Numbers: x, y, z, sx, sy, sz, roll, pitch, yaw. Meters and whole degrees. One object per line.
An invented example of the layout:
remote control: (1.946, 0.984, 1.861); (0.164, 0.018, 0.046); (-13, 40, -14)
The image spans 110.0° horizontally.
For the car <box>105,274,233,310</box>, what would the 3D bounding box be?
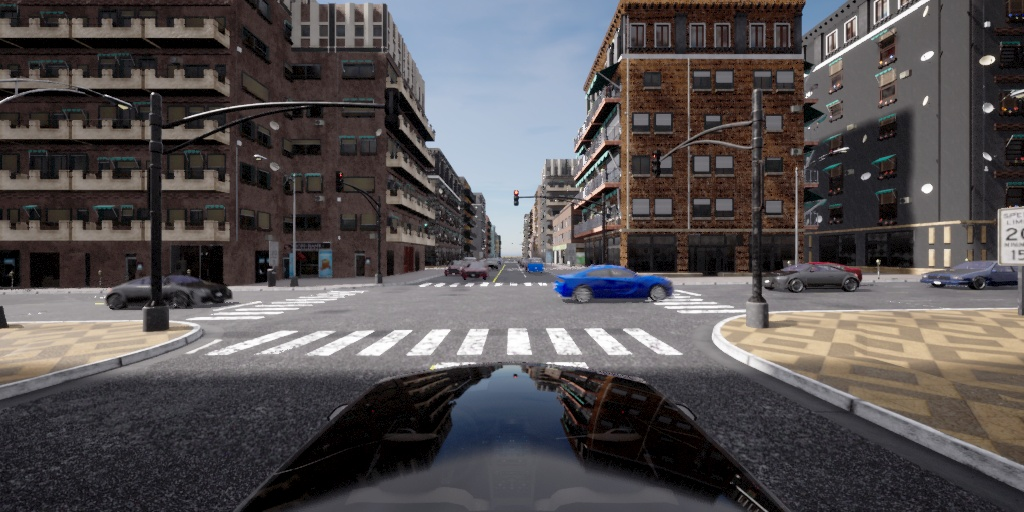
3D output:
car: (-14.582, 1.496, 15.389); (4.181, 1.385, 1.994); (-1, 0, 0)

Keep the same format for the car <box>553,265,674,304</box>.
car: (4.302, 1.150, 15.435); (5.008, 1.535, 1.882); (-1, 0, 0)

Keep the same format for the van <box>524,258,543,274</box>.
van: (2.614, 1.081, 40.834); (1.690, 1.789, 3.998); (0, 0, 0)

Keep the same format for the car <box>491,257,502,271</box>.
car: (-2.944, 1.090, 50.092); (2.097, 1.767, 4.553); (0, 0, 0)

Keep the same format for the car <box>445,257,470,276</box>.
car: (-5.515, 1.182, 35.857); (1.967, 1.591, 4.097); (0, 0, 0)

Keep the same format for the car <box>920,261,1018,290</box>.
car: (24.394, 0.943, 18.336); (5.357, 1.411, 2.033); (-1, 0, 0)

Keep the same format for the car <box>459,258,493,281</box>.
car: (-2.970, 1.222, 30.407); (1.882, 1.535, 5.008); (0, 0, 1)

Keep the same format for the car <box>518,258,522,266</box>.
car: (2.450, 1.301, 58.200); (1.948, 1.339, 4.313); (0, 0, 0)

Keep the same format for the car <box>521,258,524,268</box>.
car: (2.565, 1.283, 47.038); (1.888, 1.381, 4.507); (0, 0, 0)

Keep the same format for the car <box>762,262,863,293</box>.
car: (15.026, 1.088, 18.310); (4.181, 1.385, 1.994); (-1, 0, 0)
